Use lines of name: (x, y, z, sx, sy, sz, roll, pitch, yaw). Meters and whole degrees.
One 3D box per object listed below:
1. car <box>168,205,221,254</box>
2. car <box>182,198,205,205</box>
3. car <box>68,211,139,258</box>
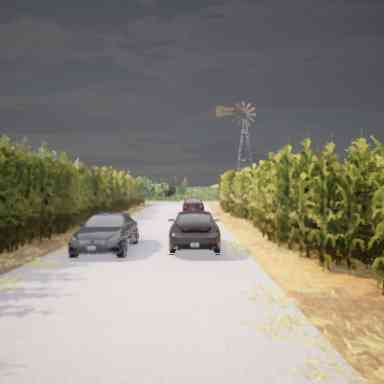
car: (0.100, 1.485, 13.357, 1.837, 1.490, 4.892, 0, 0, 0)
car: (0.110, 1.240, 30.142, 1.882, 1.535, 5.008, 0, 1, 0)
car: (-3.178, 1.509, 12.814, 1.812, 1.442, 4.674, 0, 0, 0)
